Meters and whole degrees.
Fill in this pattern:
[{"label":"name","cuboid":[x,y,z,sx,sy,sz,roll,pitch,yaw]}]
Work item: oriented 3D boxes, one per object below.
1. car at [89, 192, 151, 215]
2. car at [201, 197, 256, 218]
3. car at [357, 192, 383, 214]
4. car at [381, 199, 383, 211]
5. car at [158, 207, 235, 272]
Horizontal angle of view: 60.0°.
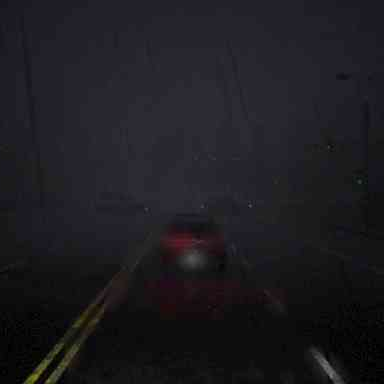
[{"label":"car","cuboid":[-6.646,1.061,30.923,5.566,2.045,2.150,0,0,-1]},{"label":"car","cuboid":[2.907,1.212,27.517,4.553,1.767,2.097,0,0,-1]},{"label":"car","cuboid":[19.032,1.024,31.177,5.566,2.045,2.150,0,0,-1]},{"label":"car","cuboid":[22.782,1.386,34.897,4.718,1.301,1.895,0,0,0]},{"label":"car","cuboid":[-0.002,1.445,10.643,2.128,1.511,4.902,0,0,0]}]
